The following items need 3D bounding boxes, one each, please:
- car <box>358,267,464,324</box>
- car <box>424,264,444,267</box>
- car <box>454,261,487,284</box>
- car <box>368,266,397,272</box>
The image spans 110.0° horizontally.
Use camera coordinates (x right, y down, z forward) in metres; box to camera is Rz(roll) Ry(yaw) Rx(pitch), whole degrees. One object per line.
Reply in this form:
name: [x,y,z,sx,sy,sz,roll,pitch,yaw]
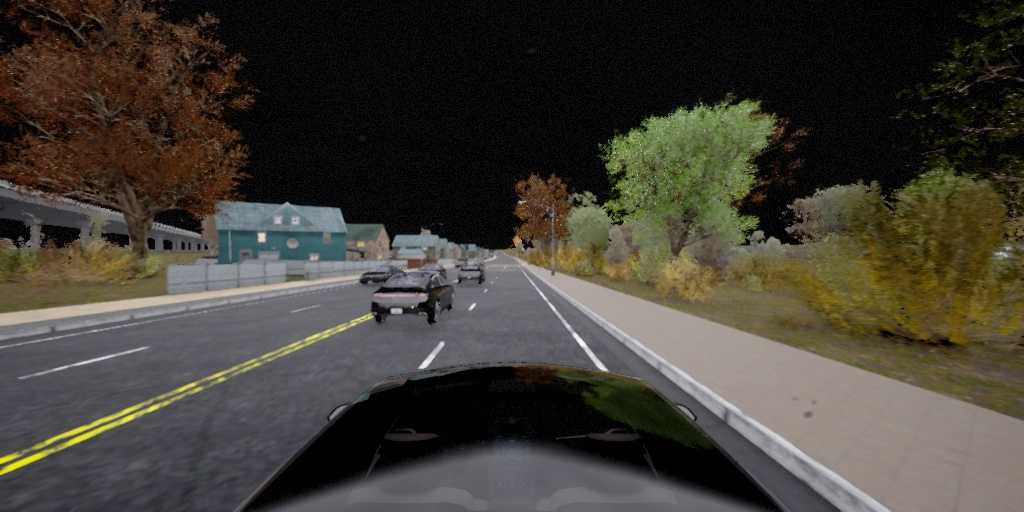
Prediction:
car: [-3.145,1.304,12.215,2.128,1.511,4.902,0,0,0]
car: [-6.573,1.405,29.581,2.128,1.511,4.902,0,0,0]
car: [-3.130,1.399,28.647,2.128,1.511,4.902,0,0,0]
car: [-9.828,1.449,27.525,2.033,1.411,5.357,0,0,0]
